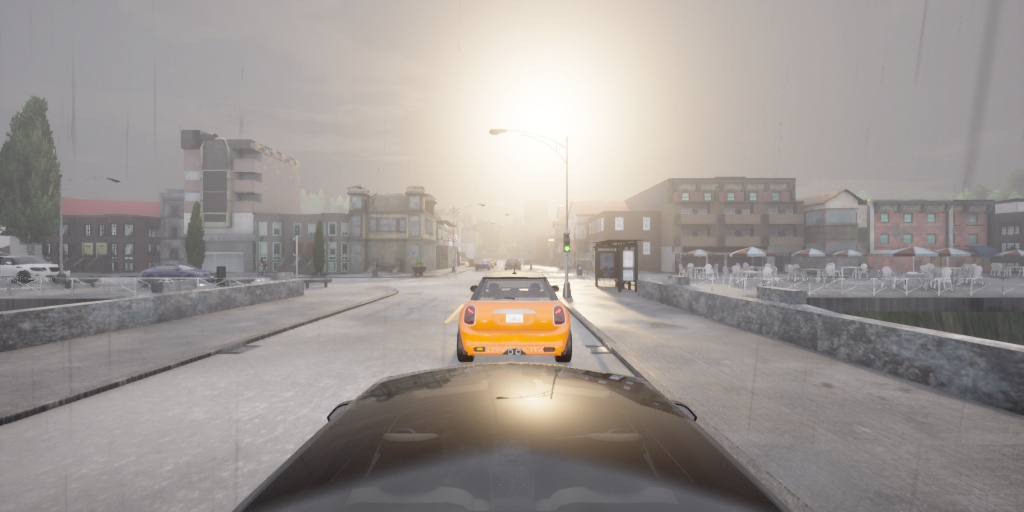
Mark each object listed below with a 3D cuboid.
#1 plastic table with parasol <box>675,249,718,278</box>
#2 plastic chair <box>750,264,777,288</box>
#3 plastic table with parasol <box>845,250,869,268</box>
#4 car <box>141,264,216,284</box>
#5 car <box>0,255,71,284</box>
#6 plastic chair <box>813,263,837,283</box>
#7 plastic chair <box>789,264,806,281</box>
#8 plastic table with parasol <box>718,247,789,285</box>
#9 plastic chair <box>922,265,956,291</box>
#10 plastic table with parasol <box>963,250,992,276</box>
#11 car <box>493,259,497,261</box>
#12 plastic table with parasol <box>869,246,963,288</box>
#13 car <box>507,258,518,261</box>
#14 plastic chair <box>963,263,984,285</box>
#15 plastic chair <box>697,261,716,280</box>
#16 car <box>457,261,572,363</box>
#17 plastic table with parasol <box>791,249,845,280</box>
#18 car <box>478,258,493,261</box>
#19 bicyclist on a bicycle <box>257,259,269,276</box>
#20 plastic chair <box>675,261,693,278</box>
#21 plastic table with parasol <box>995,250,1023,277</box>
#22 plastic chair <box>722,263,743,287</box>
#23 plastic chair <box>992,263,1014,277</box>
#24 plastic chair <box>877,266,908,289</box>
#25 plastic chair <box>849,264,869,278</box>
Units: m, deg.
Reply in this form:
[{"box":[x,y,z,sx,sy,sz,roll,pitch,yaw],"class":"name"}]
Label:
[{"box":[15.925,0.672,30.479,2.482,2.480,2.482,0,0,0],"class":"plastic table with parasol"},{"box":[15.003,1.277,21.399,0.750,1.272,0.730,0,0,0],"class":"plastic chair"},{"box":[30.236,0.672,32.164,2.482,2.480,2.482,0,0,0],"class":"plastic table with parasol"},{"box":[-24.220,1.273,26.154,4.674,1.442,1.812,0,0,0],"class":"car"},{"box":[-35.914,0.971,26.162,5.566,2.045,2.150,0,0,0],"class":"car"},{"box":[22.804,1.277,26.097,0.750,1.272,0.730,0,0,0],"class":"plastic chair"},{"box":[21.705,1.276,27.497,0.730,1.272,0.750,0,0,0],"class":"plastic chair"},{"box":[15.173,0.673,22.659,2.482,2.480,2.482,0,0,0],"class":"plastic table with parasol"},{"box":[23.702,1.277,19.896,0.750,1.272,0.730,0,0,0],"class":"plastic chair"},{"box":[30.514,0.673,25.074,2.482,2.480,2.482,0,0,0],"class":"plastic table with parasol"},{"box":[-4.068,1.221,60.671,1.882,1.535,5.008,0,0,0],"class":"car"},{"box":[23.803,0.673,21.246,2.482,2.480,2.482,0,0,0],"class":"plastic table with parasol"},{"box":[0.106,1.097,49.600,2.097,1.767,4.553,0,0,0],"class":"car"},{"box":[30.503,1.277,23.794,0.750,1.272,0.730,0,0,0],"class":"plastic chair"},{"box":[15.805,1.276,29.199,0.750,1.272,0.730,0,0,0],"class":"plastic chair"},{"box":[0.062,1.101,8.344,2.097,1.767,4.553,0,0,1],"class":"car"},{"box":[22.905,0.672,27.446,2.482,2.480,2.482,0,0,0],"class":"plastic table with parasol"},{"box":[-4.088,1.222,51.021,1.882,1.535,5.008,0,0,0],"class":"car"},{"box":[-24.013,1.095,34.550,0.582,1.620,1.656,0,0,0],"class":"bicyclist on a bicycle"},{"box":[14.706,1.276,30.599,0.730,1.272,0.750,0,0,0],"class":"plastic chair"},{"box":[46.706,0.672,33.169,2.482,2.480,2.482,0,0,0],"class":"plastic table with parasol"},{"box":[13.903,1.277,22.799,0.730,1.272,0.750,0,0,0],"class":"plastic chair"},{"box":[45.506,1.276,33.290,0.730,1.272,0.750,0,0,0],"class":"plastic chair"},{"box":[22.603,1.277,21.297,0.730,1.272,0.750,0,0,0],"class":"plastic chair"},{"box":[29.906,1.276,30.794,0.750,1.272,0.730,0,0,0],"class":"plastic chair"}]
